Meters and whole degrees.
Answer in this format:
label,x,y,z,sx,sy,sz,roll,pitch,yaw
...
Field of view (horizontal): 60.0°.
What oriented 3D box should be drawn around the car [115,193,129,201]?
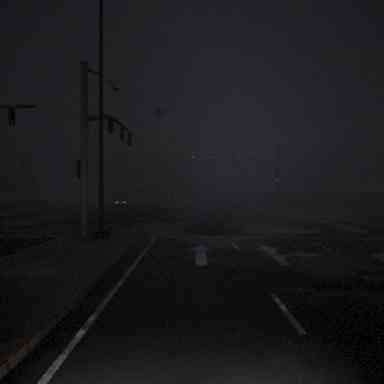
label,x,y,z,sx,sy,sz,roll,pitch,yaw
car,-14.973,1.099,71.133,2.097,1.767,4.553,0,0,0
